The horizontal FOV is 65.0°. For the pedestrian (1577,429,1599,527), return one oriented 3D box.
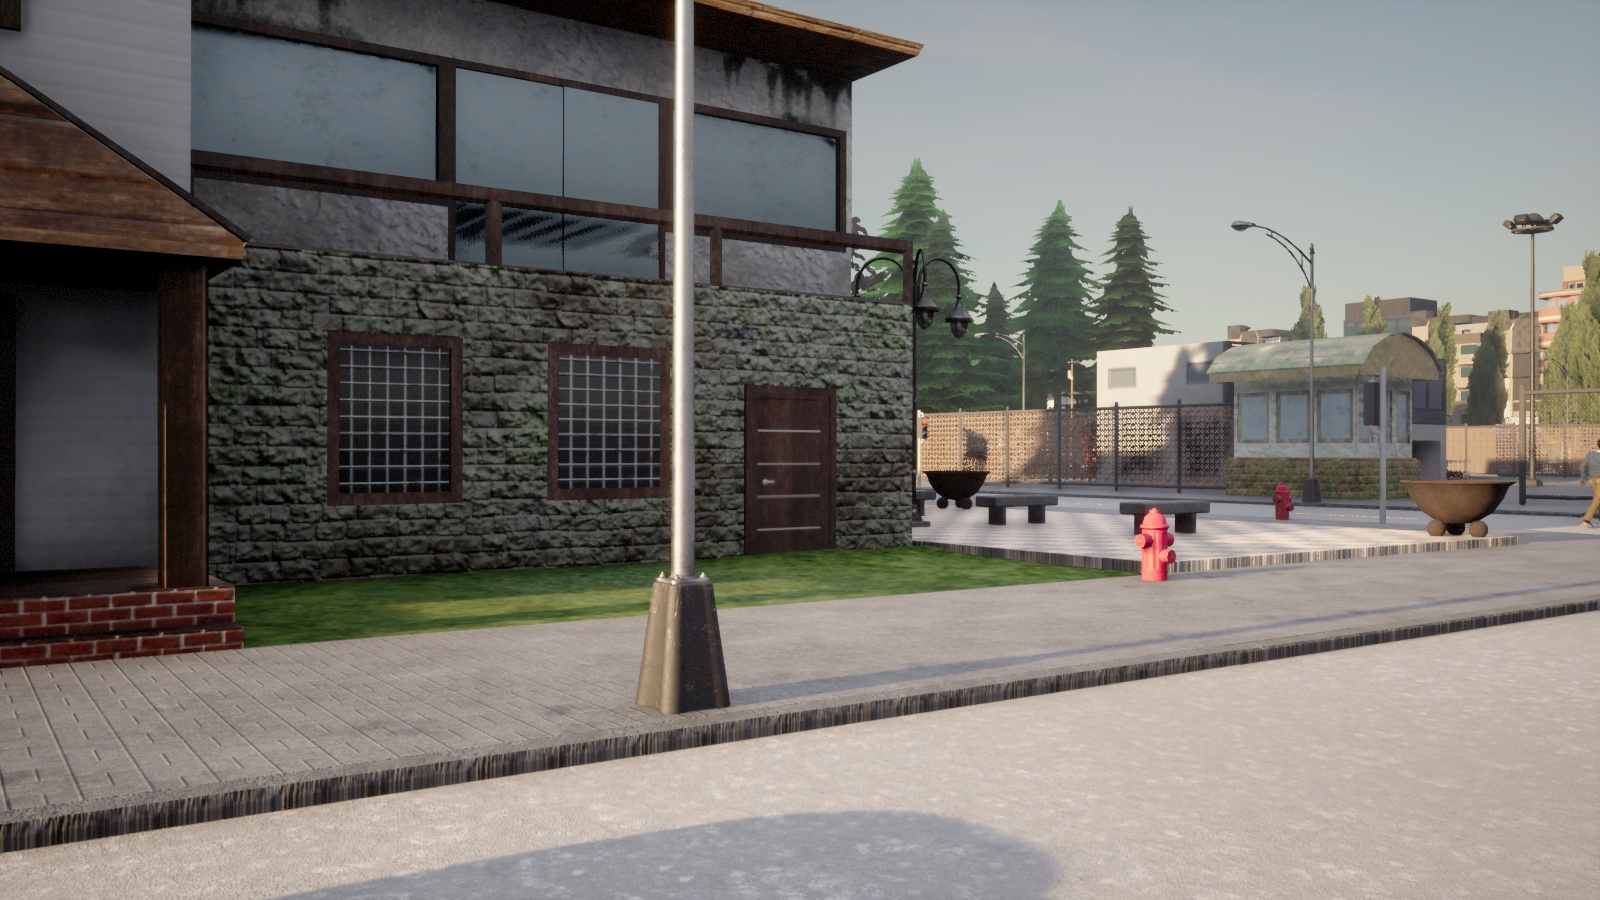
[{"bbox_3d":[16.219,0.562,25.408,0.788,1.949,0.423,0,0,-16],"label":"pedestrian"}]

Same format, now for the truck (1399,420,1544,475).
[{"bbox_3d":[43.819,-0.129,82.113,7.936,3.462,2.891,0,0,42],"label":"truck"}]
